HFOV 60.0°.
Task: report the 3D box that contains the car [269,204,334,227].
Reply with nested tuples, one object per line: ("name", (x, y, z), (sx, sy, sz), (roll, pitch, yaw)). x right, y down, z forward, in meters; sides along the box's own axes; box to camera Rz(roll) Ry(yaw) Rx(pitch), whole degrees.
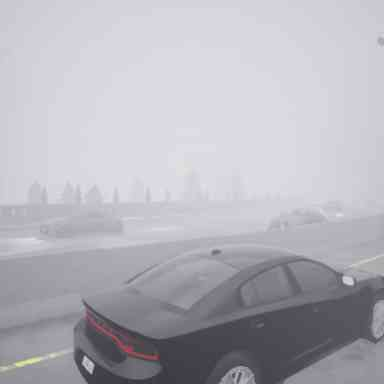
("car", (6.133, 1.620, 19.015), (1.994, 1.385, 4.181), (0, 0, 44))

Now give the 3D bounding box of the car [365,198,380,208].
("car", (28.635, 1.691, 52.760), (2.033, 1.411, 5.357), (-1, 0, 30))

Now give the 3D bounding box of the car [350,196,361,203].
("car", (36.434, 1.727, 74.110), (1.837, 1.490, 4.892), (-1, 0, 29))

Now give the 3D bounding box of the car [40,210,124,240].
("car", (-5.708, 1.645, 17.541), (4.181, 1.385, 1.994), (0, 0, -40))

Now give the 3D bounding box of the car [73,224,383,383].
("car", (0.964, 1.491, 4.710), (5.008, 1.535, 1.882), (0, 0, -38))

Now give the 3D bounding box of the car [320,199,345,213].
("car", (16.491, 1.634, 38.334), (1.837, 1.490, 4.892), (0, -1, 31))

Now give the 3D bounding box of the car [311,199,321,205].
("car", (18.997, 1.711, 49.843), (1.812, 1.442, 4.674), (-1, 0, 29))
